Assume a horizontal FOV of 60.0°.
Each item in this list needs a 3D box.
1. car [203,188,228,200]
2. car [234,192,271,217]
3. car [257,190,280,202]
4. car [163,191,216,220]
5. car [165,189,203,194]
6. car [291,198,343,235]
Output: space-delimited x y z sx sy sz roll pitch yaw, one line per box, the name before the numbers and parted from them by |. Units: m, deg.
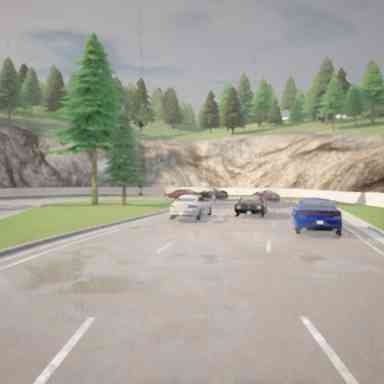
car | 2.330 0.262 41.676 2.128 1.511 4.902 -1 2 -41
car | 4.136 0.926 22.808 1.895 1.301 4.718 0 2 15
car | 8.336 0.423 38.643 1.994 1.385 4.181 0 2 -20
car | -0.014 0.905 20.936 1.812 1.442 4.674 0 2 15
car | -1.374 0.334 40.346 4.674 1.442 1.812 1 1 39
car | 5.810 1.009 15.798 1.882 1.535 5.008 0 2 15
